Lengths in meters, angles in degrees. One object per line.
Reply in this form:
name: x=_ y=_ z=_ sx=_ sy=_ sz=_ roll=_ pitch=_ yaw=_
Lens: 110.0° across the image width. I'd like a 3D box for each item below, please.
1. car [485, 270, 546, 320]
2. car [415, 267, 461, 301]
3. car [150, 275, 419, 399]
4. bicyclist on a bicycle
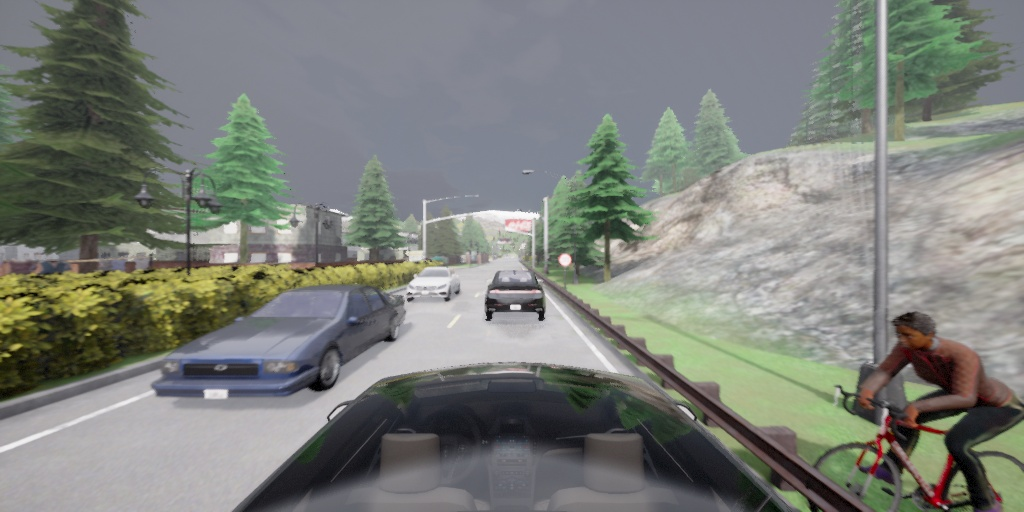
car: x=0.098 y=1.220 z=12.451 sx=2.128 sy=1.511 sz=4.902 roll=0 pitch=0 yaw=0
car: x=-3.590 y=1.246 z=17.164 sx=1.812 sy=1.442 sz=4.674 roll=0 pitch=0 yaw=0
car: x=-3.603 y=1.288 z=7.023 sx=2.033 sy=1.411 sz=5.357 roll=0 pitch=0 yaw=0
bicyclist on a bicycle: x=2.932 y=1.224 z=2.532 sx=1.656 sy=1.620 sz=0.582 roll=3 pitch=1 yaw=0
